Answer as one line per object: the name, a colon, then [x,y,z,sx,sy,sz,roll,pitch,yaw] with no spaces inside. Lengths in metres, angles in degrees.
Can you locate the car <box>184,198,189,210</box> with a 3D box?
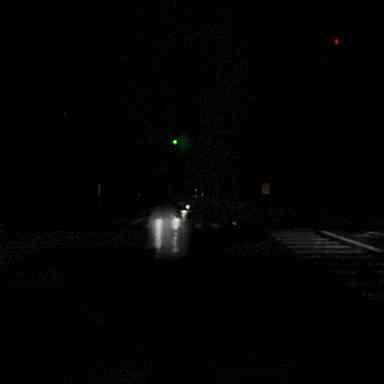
car: [-1.781,1.573,43.980,1.882,1.535,5.008,0,1,2]

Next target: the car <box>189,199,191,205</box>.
car: [-1.268,1.729,62.531,1.994,1.385,4.181,0,0,1]

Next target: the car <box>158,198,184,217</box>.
car: [-2.082,1.571,31.859,1.837,1.490,4.892,0,0,2]
